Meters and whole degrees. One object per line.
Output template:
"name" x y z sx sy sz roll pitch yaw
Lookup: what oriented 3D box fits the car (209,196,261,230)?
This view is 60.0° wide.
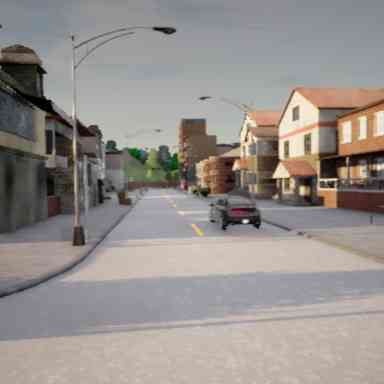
"car" 2.088 0.985 17.120 1.837 1.490 4.892 -1 2 -6
